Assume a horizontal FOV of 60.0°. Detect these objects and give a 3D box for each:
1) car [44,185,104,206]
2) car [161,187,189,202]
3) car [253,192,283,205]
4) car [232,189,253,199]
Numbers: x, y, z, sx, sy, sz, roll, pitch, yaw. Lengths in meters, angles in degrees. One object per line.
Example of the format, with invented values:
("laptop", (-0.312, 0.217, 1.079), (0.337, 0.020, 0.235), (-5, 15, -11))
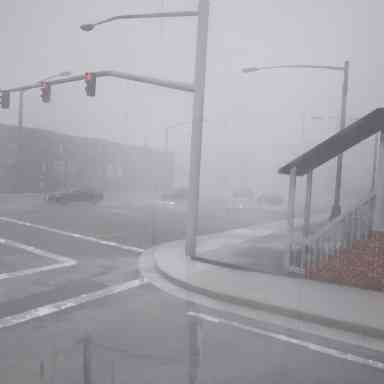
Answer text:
("car", (-9.343, 0.219, 26.680), (2.128, 1.511, 4.902), (5, 3, 36))
("car", (-1.490, 0.235, 37.599), (1.837, 1.490, 4.892), (5, 3, 36))
("car", (9.618, 0.781, 40.768), (1.994, 1.385, 4.181), (5, 3, 36))
("car", (7.876, 0.305, 50.482), (1.837, 1.490, 4.892), (5, 3, 36))
